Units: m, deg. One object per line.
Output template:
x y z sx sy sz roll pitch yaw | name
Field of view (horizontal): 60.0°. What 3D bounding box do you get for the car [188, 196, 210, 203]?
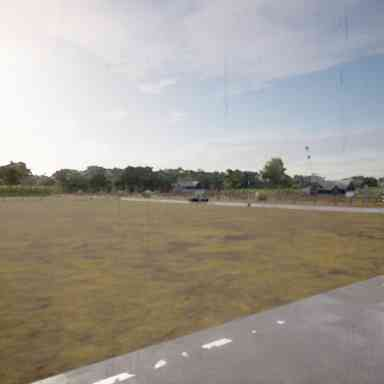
1.331 1.460 64.229 1.895 1.301 4.718 -2 1 -35 | car
